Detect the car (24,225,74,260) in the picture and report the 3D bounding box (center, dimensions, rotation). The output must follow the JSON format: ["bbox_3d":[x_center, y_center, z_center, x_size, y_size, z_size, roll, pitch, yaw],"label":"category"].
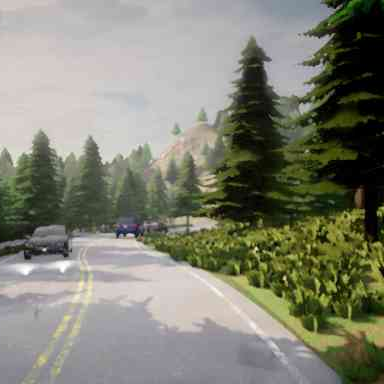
[{"bbox_3d":[-7.030,2.434,16.613,1.837,1.490,4.892,0,-5,-17],"label":"car"}]

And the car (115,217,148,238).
[{"bbox_3d":[-6.139,3.520,33.417,2.150,2.045,5.566,0,-5,0],"label":"car"}]

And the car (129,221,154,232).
[{"bbox_3d":[-7.326,5.039,48.446,1.812,1.442,4.674,0,-5,15],"label":"car"}]

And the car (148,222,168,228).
[{"bbox_3d":[-4.644,4.816,44.984,1.812,1.442,4.674,0,-5,13],"label":"car"}]
